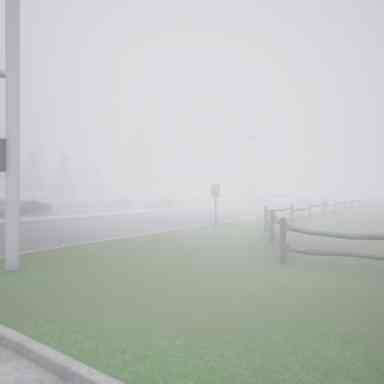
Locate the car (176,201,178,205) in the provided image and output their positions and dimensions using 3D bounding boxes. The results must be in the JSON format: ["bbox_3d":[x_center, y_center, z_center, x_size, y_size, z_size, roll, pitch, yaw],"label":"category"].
[{"bbox_3d":[-4.261,1.601,51.155,1.895,1.301,4.718,0,0,35],"label":"car"}]

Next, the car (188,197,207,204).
[{"bbox_3d":[1.027,1.586,64.531,1.994,1.385,4.181,0,0,36],"label":"car"}]

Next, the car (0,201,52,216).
[{"bbox_3d":[-16.758,1.601,33.249,1.895,1.301,4.718,0,0,35],"label":"car"}]

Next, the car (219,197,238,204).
[{"bbox_3d":[6.687,1.553,60.412,1.812,1.442,4.674,0,0,36],"label":"car"}]

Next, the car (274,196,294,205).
[{"bbox_3d":[16.844,1.478,60.727,1.882,1.535,5.008,0,0,36],"label":"car"}]

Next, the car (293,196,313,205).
[{"bbox_3d":[19.662,1.478,58.651,1.882,1.535,5.008,0,0,36],"label":"car"}]

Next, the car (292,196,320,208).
[{"bbox_3d":[16.676,1.564,48.480,1.994,1.385,4.181,0,0,36],"label":"car"}]

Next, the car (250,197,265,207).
[{"bbox_3d":[10.880,1.492,52.413,2.128,1.511,4.902,0,0,36],"label":"car"}]

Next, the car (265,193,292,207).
[{"bbox_3d":[13.554,1.221,50.132,2.150,2.045,5.566,0,0,38],"label":"car"}]

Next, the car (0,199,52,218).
[{"bbox_3d":[-14.977,1.503,29.683,1.837,1.490,4.892,0,0,35],"label":"car"}]

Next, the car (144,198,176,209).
[{"bbox_3d":[-4.560,1.564,44.618,1.994,1.385,4.181,0,0,35],"label":"car"}]

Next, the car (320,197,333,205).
[{"bbox_3d":[22.480,1.547,56.575,2.033,1.411,5.357,0,0,36],"label":"car"}]

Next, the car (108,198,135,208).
[{"bbox_3d":[-10.277,1.564,48.659,1.994,1.385,4.181,0,0,35],"label":"car"}]
